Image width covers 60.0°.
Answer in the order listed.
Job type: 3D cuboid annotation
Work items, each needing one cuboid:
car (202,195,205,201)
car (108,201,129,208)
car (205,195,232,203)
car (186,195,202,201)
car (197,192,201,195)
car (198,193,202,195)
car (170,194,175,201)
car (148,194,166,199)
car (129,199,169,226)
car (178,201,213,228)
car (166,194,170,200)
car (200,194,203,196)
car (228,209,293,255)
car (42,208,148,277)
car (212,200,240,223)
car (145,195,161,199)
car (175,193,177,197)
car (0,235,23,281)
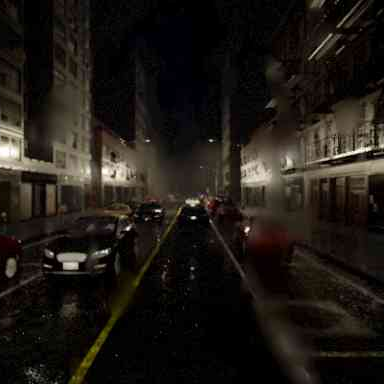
[{"bbox_3d":[2.634,1.318,41.172,1.967,1.590,4.097,0,0,0],"label":"car"},{"bbox_3d":[-5.390,1.459,23.952,1.752,1.417,4.829,0,0,0],"label":"car"},{"bbox_3d":[2.635,1.231,29.810,2.192,1.841,5.009,0,0,0],"label":"car"},{"bbox_3d":[0.096,1.459,46.981,1.895,1.301,4.718,0,0,0],"label":"car"},{"bbox_3d":[2.631,1.290,75.430,1.752,1.417,4.829,0,0,0],"label":"car"},{"bbox_3d":[2.632,1.369,63.897,1.947,1.339,4.313,0,0,0],"label":"car"},{"bbox_3d":[-5.394,1.346,75.258,1.802,1.307,4.206,0,0,0],"label":"car"},{"bbox_3d":[-5.392,1.174,46.848,2.192,1.841,5.009,0,0,0],"label":"car"},{"bbox_3d":[-2.839,1.443,23.035,1.837,1.490,4.892,0,0,0],"label":"car"},{"bbox_3d":[0.095,1.505,21.741,1.994,1.385,4.181,0,0,0],"label":"car"},{"bbox_3d":[-5.392,1.262,58.212,1.967,1.590,4.097,0,0,0],"label":"car"},{"bbox_3d":[2.633,1.392,52.535,2.008,1.369,4.403,0,0,0],"label":"car"},{"bbox_3d":[2.636,1.549,12.766,1.802,1.307,4.206,0,0,0],"label":"car"},{"bbox_3d":[-2.844,1.465,10.257,2.128,1.511,4.902,0,0,0],"label":"car"},{"bbox_3d":[2.635,1.516,24.129,1.802,1.307,4.206,0,0,0],"label":"car"},{"bbox_3d":[-5.391,1.443,41.167,1.947,1.339,4.313,0,0,0],"label":"car"},{"bbox_3d":[-5.394,1.296,80.939,2.008,1.369,4.403,0,0,0],"label":"car"},{"bbox_3d":[-5.389,1.526,7.076,1.887,1.381,4.507,0,0,0],"label":"car"}]
